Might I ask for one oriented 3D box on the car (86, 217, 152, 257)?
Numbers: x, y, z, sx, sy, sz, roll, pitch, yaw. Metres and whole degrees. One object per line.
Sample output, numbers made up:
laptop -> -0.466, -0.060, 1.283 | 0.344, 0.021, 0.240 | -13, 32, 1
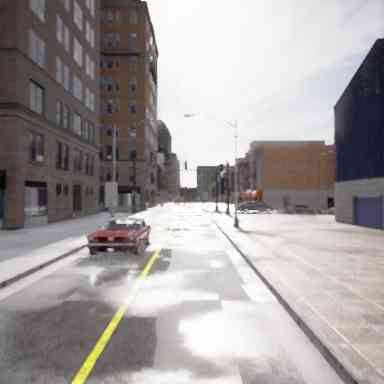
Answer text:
car -> -2.848, 1.760, 13.905 | 1.895, 1.301, 4.718 | 0, -1, 0

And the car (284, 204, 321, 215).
car -> 13.221, 2.152, 39.996 | 4.313, 1.339, 1.947 | 0, -1, 0

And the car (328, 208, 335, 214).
car -> 19.014, 2.157, 40.009 | 4.829, 1.417, 1.752 | 0, -1, 0

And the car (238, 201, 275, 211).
car -> 8.198, 1.925, 42.620 | 4.892, 1.490, 1.837 | 0, -1, 0

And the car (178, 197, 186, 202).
car -> -2.746, 2.129, 91.440 | 2.150, 2.045, 5.566 | 0, -1, 0
